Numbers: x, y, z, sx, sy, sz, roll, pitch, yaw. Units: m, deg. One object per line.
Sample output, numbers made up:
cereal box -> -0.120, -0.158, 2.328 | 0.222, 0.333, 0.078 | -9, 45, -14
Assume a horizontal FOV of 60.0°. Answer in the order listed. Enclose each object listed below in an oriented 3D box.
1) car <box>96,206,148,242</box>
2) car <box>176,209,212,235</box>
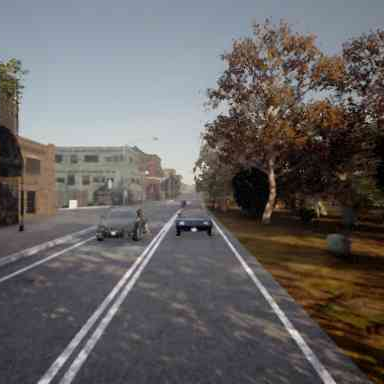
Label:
car -> -3.344, 1.509, 16.586 | 1.837, 1.490, 4.892 | 0, 0, 0
car -> 0.105, 1.611, 18.931 | 1.895, 1.301, 4.718 | 0, 0, 0
